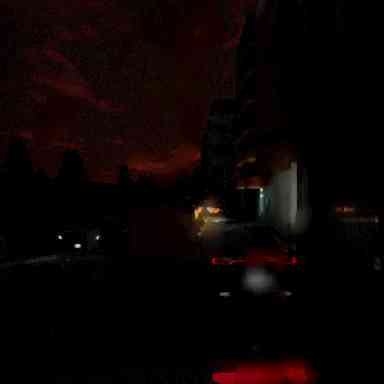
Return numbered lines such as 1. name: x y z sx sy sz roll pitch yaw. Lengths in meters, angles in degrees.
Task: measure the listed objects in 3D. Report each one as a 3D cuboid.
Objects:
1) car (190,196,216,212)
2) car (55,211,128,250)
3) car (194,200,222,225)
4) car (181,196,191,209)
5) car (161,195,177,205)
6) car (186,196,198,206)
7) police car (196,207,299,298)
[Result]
1. car: 1.147 1.299 24.532 2.097 1.767 4.553 -3 0 0
2. car: -4.100 1.547 14.600 2.033 1.411 5.357 0 0 0
3. car: 1.200 1.455 18.751 1.801 1.575 5.366 0 0 0
4. car: 0.025 1.489 44.505 2.128 1.511 4.902 0 0 1
5. car: -4.083 1.561 57.128 1.994 1.385 4.181 0 0 0
6. car: 0.000 1.502 56.686 1.837 1.490 4.892 0 0 0
7. police car: 1.188 1.419 8.673 1.930 1.638 5.238 0 0 0
